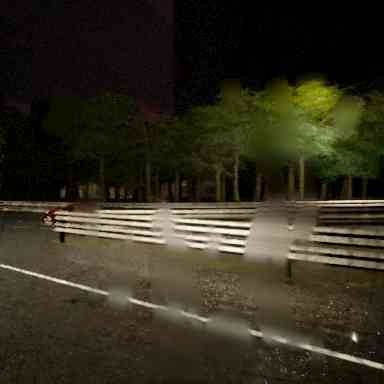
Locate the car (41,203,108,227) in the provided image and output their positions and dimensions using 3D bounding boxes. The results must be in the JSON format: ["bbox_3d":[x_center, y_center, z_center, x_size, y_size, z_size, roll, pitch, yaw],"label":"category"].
[{"bbox_3d":[-7.451,1.457,21.847,5.008,1.535,1.882,0,0,16],"label":"car"}]
